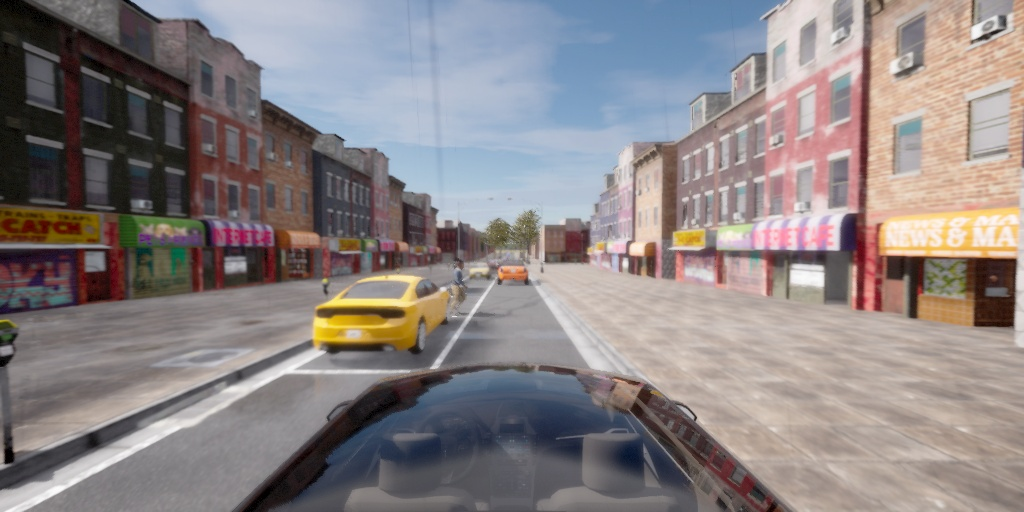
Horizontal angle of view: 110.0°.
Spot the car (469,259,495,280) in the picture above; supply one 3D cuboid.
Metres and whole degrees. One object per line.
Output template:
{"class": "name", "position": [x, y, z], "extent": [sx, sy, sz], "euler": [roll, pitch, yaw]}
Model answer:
{"class": "car", "position": [-2.589, 1.188, 30.234], "extent": [1.751, 1.417, 4.829], "euler": [0, 0, 0]}

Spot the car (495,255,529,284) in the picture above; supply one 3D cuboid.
{"class": "car", "position": [0.107, 1.020, 25.894], "extent": [2.097, 1.767, 4.553], "euler": [0, 0, 0]}

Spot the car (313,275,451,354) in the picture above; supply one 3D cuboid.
{"class": "car", "position": [-2.738, 1.194, 8.701], "extent": [1.882, 1.535, 5.008], "euler": [0, 0, 0]}

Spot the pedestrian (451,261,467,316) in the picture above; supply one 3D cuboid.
{"class": "pedestrian", "position": [-1.764, 0.999, 11.682], "extent": [0.375, 1.860, 0.375], "euler": [1, 2, 0]}
